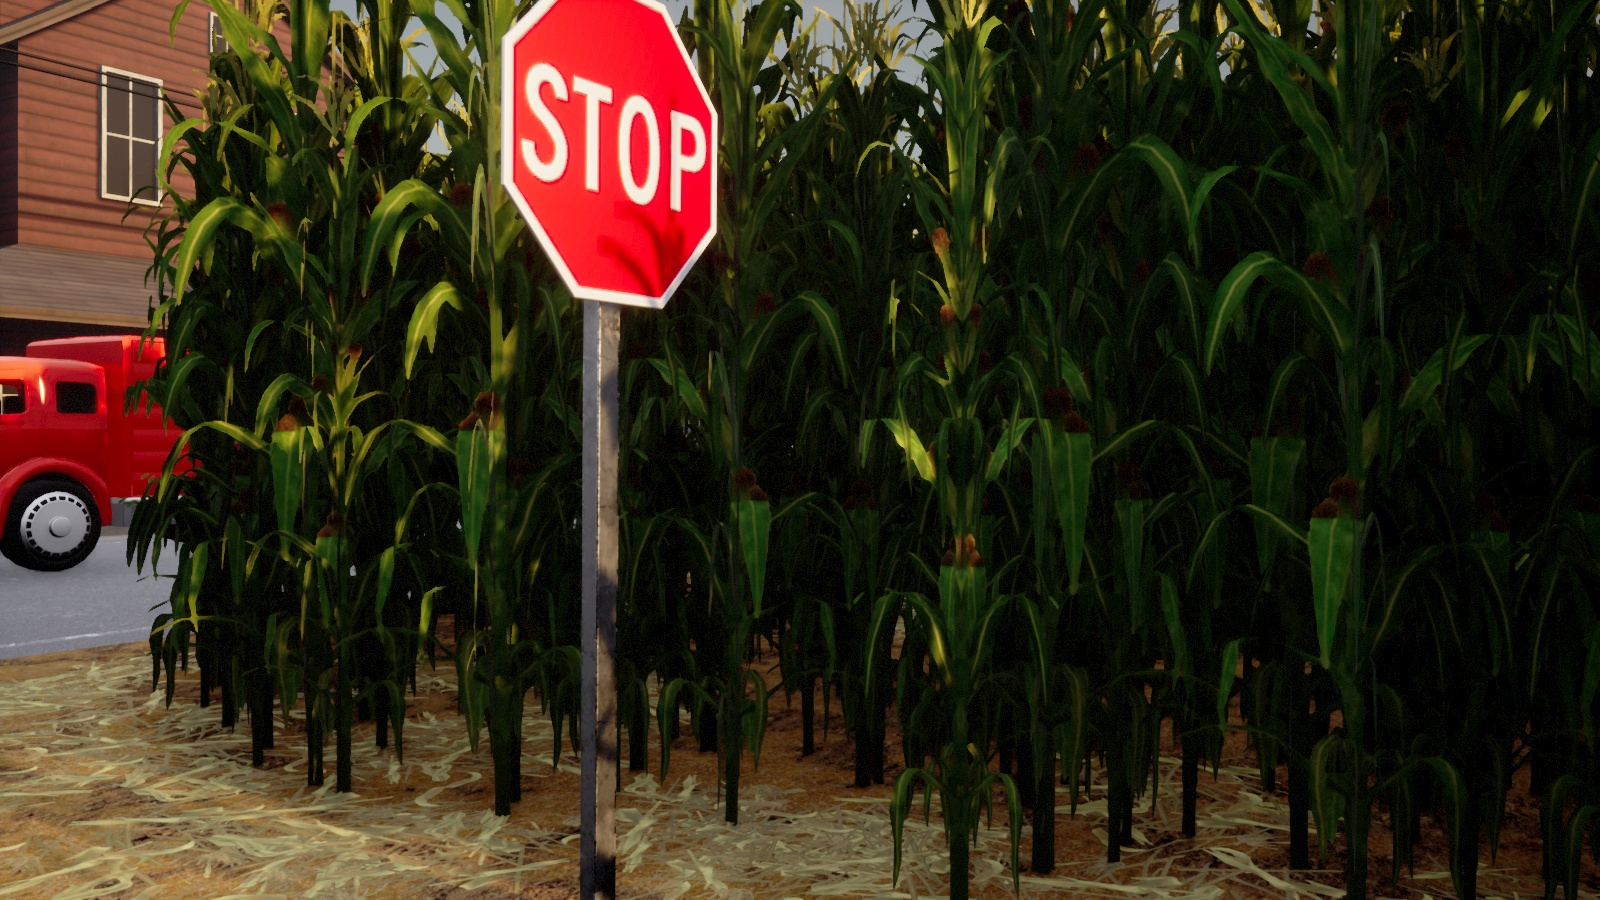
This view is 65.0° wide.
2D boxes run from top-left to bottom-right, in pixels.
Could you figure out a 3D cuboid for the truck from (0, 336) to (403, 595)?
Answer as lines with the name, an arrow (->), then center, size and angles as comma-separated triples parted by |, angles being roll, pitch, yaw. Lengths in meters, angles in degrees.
truck -> -7.577, 0.115, 14.479 | 2.627, 2.467, 5.204 | 0, 1, 33
